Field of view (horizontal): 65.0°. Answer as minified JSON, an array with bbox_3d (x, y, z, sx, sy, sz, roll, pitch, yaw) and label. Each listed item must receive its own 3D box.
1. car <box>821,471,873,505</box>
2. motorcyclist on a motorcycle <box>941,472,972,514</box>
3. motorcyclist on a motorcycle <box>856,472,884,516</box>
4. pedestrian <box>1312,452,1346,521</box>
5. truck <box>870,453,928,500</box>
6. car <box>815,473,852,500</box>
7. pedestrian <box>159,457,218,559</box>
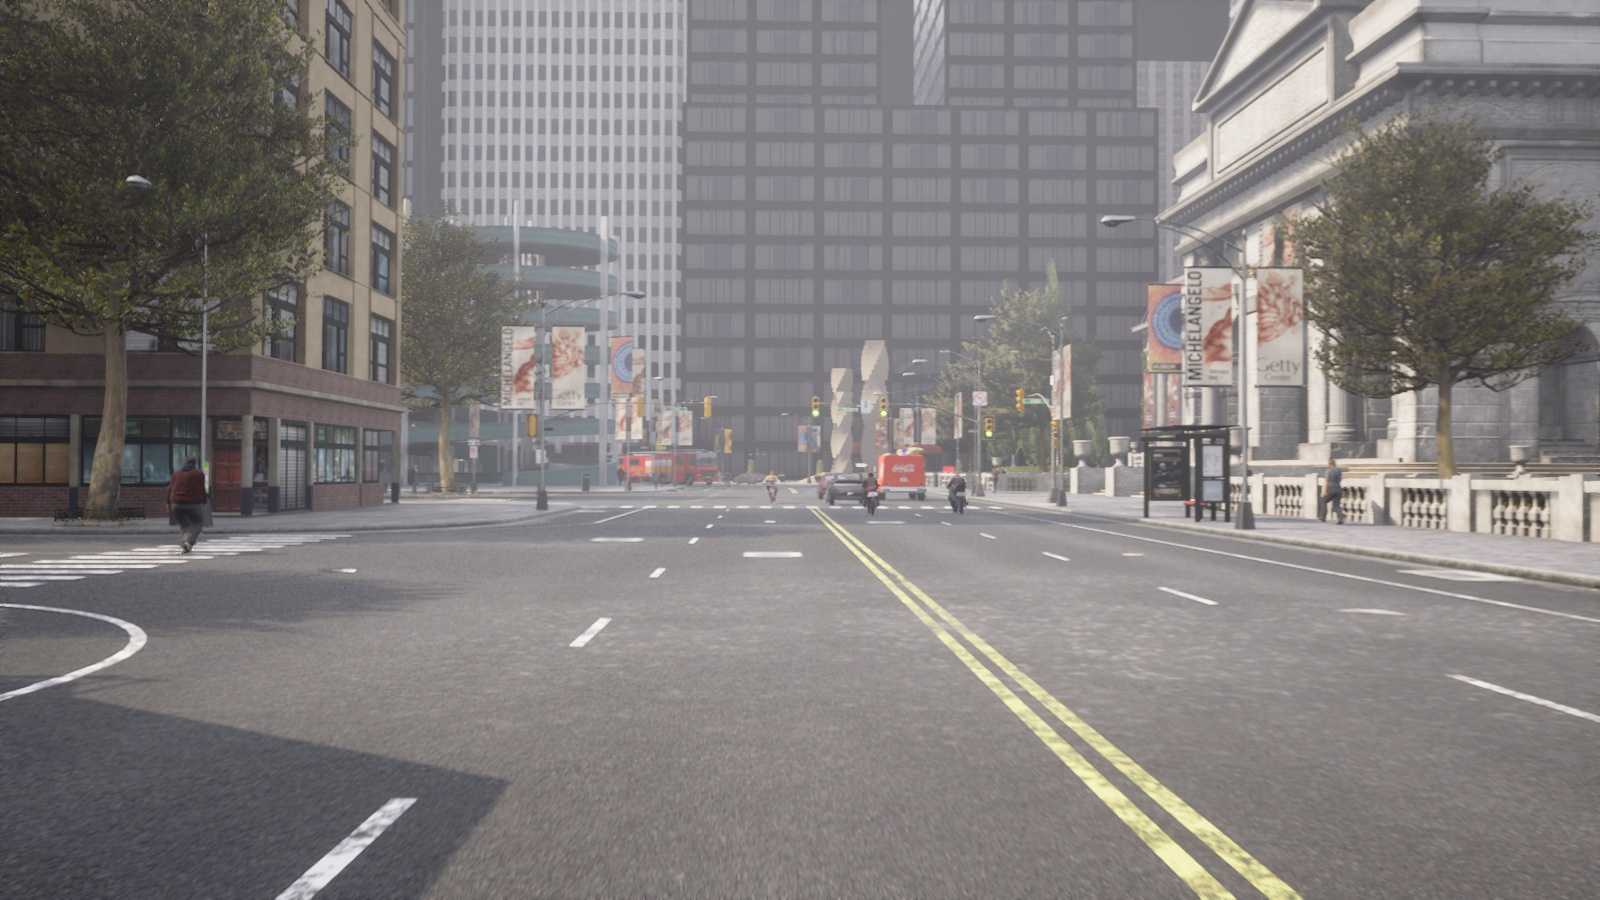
[{"bbox_3d":[2.140,1.743,58.662,2.128,1.511,4.902,0,-1,-1],"label":"car"},{"bbox_3d":[5.905,1.617,47.474,0.866,1.530,2.191,0,-1,-1],"label":"motorcyclist on a motorcycle"},{"bbox_3d":[2.474,1.530,44.500,0.797,1.523,2.044,0,-1,-1],"label":"motorcyclist on a motorcycle"},{"bbox_3d":[14.301,0.974,33.974,0.540,1.848,0.694,0,-1,-9],"label":"pedestrian"},{"bbox_3d":[5.389,1.462,69.217,2.627,2.467,5.204,0,-1,-1],"label":"truck"},{"bbox_3d":[1.862,2.011,70.434,1.812,1.442,4.674,0,-1,-1],"label":"car"},{"bbox_3d":[-11.272,1.062,23.169,0.634,1.844,0.899,0,-1,1],"label":"pedestrian"}]
